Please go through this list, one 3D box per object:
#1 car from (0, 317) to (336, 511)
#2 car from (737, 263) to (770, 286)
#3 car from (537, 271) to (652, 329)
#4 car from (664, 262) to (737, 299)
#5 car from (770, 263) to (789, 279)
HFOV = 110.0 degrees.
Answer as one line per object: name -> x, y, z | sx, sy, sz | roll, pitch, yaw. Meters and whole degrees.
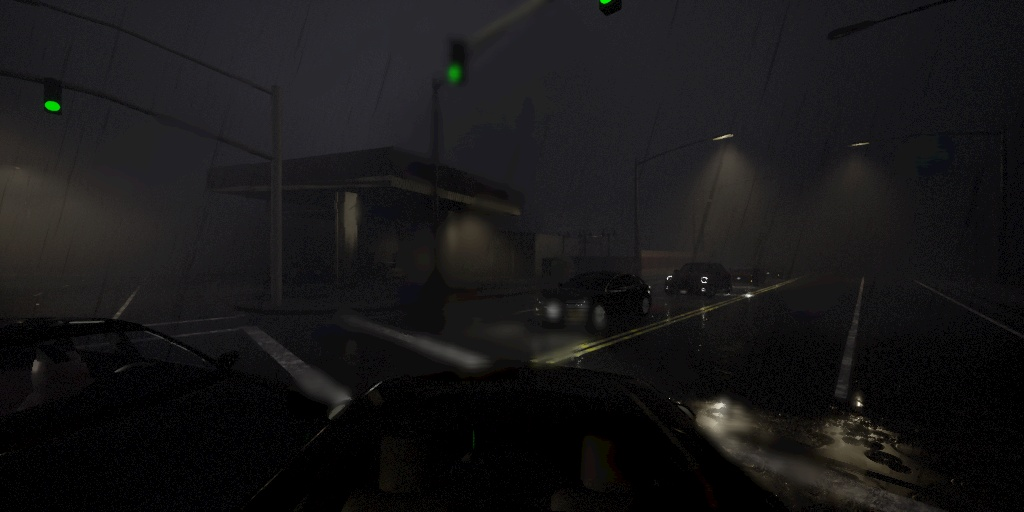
car -> -3.435, 1.242, 2.455 | 4.902, 1.511, 2.128 | 0, 0, 15
car -> 16.495, 1.314, 25.349 | 1.994, 1.385, 4.181 | 0, 0, 44
car -> 2.812, 1.255, 11.510 | 1.837, 1.490, 4.892 | 0, 0, 44
car -> 9.610, 1.102, 18.397 | 2.097, 1.767, 4.553 | 0, 0, 45
car -> 23.586, 1.314, 32.446 | 4.181, 1.385, 1.994 | 0, 0, -45
